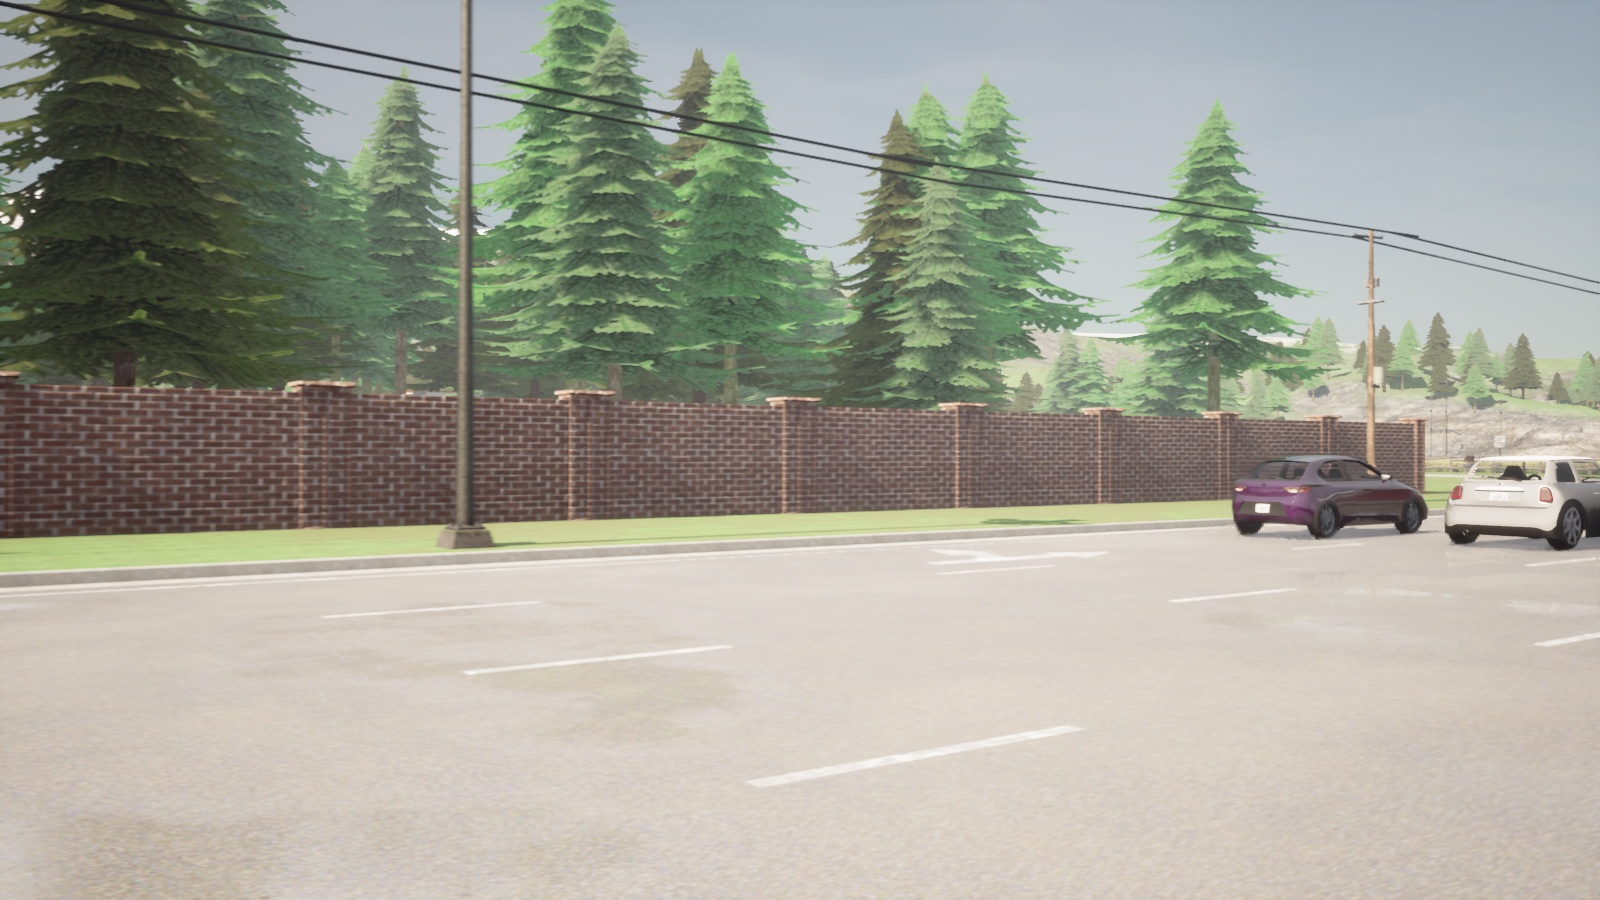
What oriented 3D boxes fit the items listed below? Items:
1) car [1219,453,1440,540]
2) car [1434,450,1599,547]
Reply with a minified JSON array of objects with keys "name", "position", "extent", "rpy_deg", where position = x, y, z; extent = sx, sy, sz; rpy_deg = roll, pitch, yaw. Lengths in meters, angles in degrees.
[{"name":"car","position":[9.875,0.795,23.324],"extent":[4.193,1.474,1.816],"rpy_deg":[0,0,-35]},{"name":"car","position":[12.548,0.735,20.920],"extent":[3.806,1.475,1.970],"rpy_deg":[0,0,-35]}]
